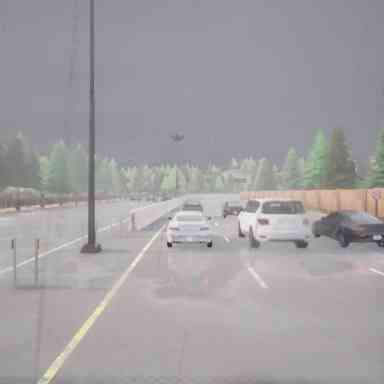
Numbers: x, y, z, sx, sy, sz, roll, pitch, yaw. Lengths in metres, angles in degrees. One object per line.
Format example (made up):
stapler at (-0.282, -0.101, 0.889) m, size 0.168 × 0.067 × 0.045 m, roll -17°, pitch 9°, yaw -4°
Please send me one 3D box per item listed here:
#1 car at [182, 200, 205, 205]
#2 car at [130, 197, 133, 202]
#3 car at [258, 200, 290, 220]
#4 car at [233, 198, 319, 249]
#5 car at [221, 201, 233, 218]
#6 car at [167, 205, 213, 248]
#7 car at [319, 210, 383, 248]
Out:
car at (0.108, 1.493, 29.526) m, size 2.128 × 1.511 × 4.902 m, roll 0°, pitch 0°, yaw 1°
car at (-12.818, 1.498, 75.844) m, size 1.994 × 1.385 × 4.181 m, roll 0°, pitch 0°, yaw 1°
car at (7.106, 1.531, 29.363) m, size 1.812 × 1.442 × 4.674 m, roll 0°, pitch 0°, yaw 1°
car at (3.401, 1.255, 14.724) m, size 2.150 × 2.045 × 5.566 m, roll 0°, pitch 0°, yaw 0°
car at (3.607, 1.530, 29.445) m, size 1.812 × 1.442 × 4.674 m, roll 0°, pitch 0°, yaw 1°
car at (-0.099, 1.530, 14.676) m, size 1.812 × 1.442 × 4.674 m, roll 0°, pitch 0°, yaw 0°
car at (6.901, 1.530, 14.712) m, size 1.812 × 1.442 × 4.674 m, roll 0°, pitch 0°, yaw 0°
